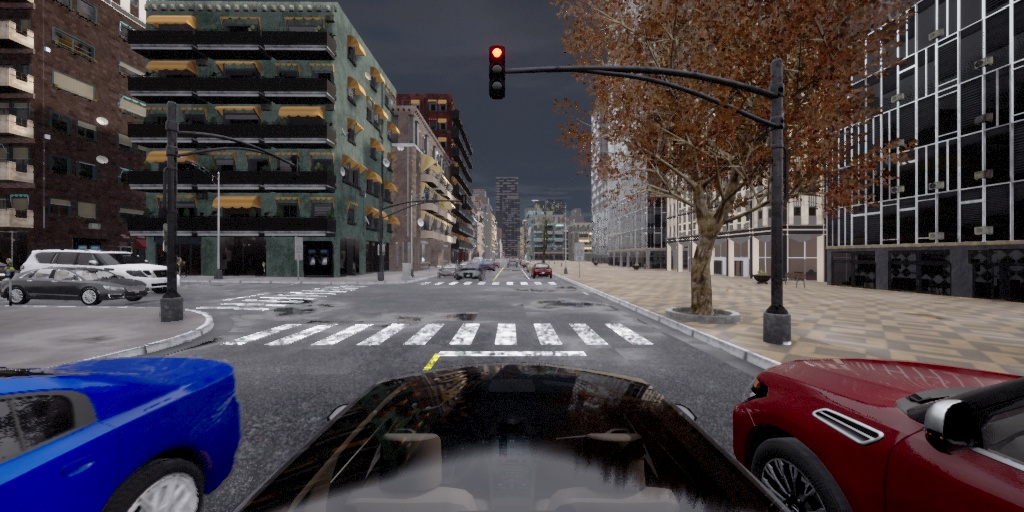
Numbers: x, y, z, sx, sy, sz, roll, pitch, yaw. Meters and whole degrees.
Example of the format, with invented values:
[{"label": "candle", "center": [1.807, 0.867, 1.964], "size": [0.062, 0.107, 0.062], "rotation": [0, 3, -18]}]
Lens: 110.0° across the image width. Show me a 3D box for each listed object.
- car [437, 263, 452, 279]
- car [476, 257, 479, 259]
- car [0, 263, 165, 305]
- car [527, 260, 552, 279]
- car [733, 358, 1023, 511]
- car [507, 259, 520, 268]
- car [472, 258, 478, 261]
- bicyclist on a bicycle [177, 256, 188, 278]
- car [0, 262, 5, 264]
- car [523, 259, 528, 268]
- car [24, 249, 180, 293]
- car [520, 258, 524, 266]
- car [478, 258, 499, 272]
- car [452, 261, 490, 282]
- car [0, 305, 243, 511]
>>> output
[{"label": "car", "center": [-5.700, 1.313, 33.015], "size": [2.007, 1.370, 4.403], "rotation": [0, 0, 0]}, {"label": "car", "center": [-5.708, 1.226, 55.146], "size": [1.967, 1.591, 4.097], "rotation": [0, 0, 0]}, {"label": "car", "center": [-16.439, 1.091, 13.596], "size": [4.403, 1.370, 2.007], "rotation": [0, 0, -1]}, {"label": "car", "center": [2.680, 1.307, 33.018], "size": [1.888, 1.381, 4.507], "rotation": [0, 0, 0]}, {"label": "car", "center": [2.691, 1.065, 0.631], "size": [2.192, 1.841, 5.009], "rotation": [0, 0, 0]}, {"label": "car", "center": [0.078, 1.289, 64.495], "size": [2.128, 1.511, 4.902], "rotation": [0, 0, 0]}, {"label": "car", "center": [-5.704, 1.323, 44.081], "size": [2.007, 1.370, 4.403], "rotation": [0, 0, 0]}, {"label": "bicyclist on a bicycle", "center": [-23.177, 0.761, 24.854], "size": [0.582, 1.620, 1.656], "rotation": [1, 0, -1]}, {"label": "car", "center": [-33.196, 0.869, 21.801], "size": [4.403, 1.370, 2.007], "rotation": [0, 0, -1]}, {"label": "car", "center": [2.676, 1.298, 44.253], "size": [1.751, 1.417, 4.829], "rotation": [0, 0, 0]}, {"label": "car", "center": [-18.432, 0.738, 16.164], "size": [5.566, 2.045, 2.150], "rotation": [1, 0, -1]}, {"label": "car", "center": [2.670, 1.375, 60.681], "size": [1.802, 1.307, 4.207], "rotation": [0, 0, 0]}, {"label": "car", "center": [-3.111, 1.323, 46.925], "size": [2.033, 1.411, 5.357], "rotation": [0, 0, 0]}, {"label": "car", "center": [-3.267, 1.323, 29.281], "size": [1.994, 1.385, 4.181], "rotation": [0, 0, 3]}, {"label": "car", "center": [-3.101, 1.227, 0.765], "size": [1.882, 1.535, 5.008], "rotation": [0, 0, 0]}]
